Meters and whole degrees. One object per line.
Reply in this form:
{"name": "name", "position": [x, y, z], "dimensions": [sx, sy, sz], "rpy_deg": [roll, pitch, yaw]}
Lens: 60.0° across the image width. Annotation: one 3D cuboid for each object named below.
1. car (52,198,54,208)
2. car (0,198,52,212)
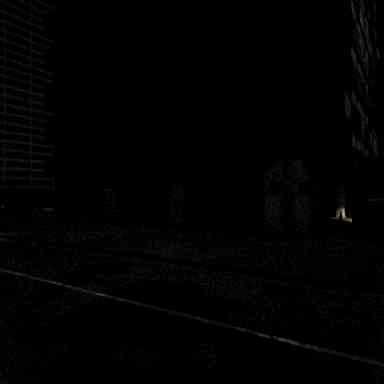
{"name": "car", "position": [-18.256, 1.221, 48.166], "dimensions": [2.150, 2.045, 5.566], "rpy_deg": [0, 0, 33]}
{"name": "car", "position": [-19.790, 1.492, 39.438], "dimensions": [2.128, 1.511, 4.902], "rpy_deg": [0, 0, 33]}
